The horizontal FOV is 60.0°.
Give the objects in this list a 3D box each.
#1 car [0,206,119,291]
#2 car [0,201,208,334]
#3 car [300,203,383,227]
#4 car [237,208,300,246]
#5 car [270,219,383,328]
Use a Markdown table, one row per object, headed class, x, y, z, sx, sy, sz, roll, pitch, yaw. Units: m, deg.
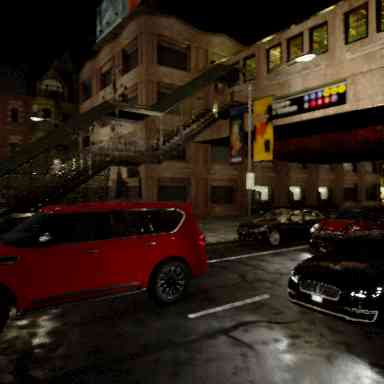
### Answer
| class | x | y | z | sx | sy | sz | roll | pitch | yaw |
| --- | --- | --- | --- | --- | --- | --- | --- | --- | --- |
| car | -4.492 | 1.353 | 8.699 | 4.553 | 1.767 | 2.185 | 0 | 0 | -36 |
| car | -2.258 | 1.222 | 6.610 | 5.566 | 2.045 | 2.150 | 0 | 0 | -35 |
| car | 6.609 | 1.340 | 12.918 | 4.553 | 1.767 | 2.097 | 0 | 0 | -35 |
| car | 4.301 | 1.469 | 14.928 | 4.892 | 1.521 | 2.231 | 0 | 0 | -26 |
| car | 4.022 | 1.500 | 6.803 | 4.892 | 1.490 | 1.837 | 1 | 0 | -35 |
